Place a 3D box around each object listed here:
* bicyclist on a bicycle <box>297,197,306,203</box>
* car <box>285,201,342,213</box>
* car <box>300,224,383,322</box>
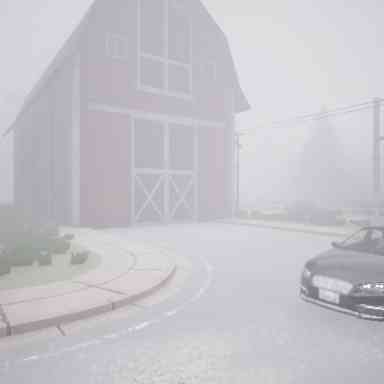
[{"bbox_3d":[13.338,1.322,40.263,1.656,1.620,0.582,46,-25,-24],"label":"bicyclist on a bicycle"},{"bbox_3d":[11.011,1.574,30.640,2.033,1.411,5.357,0,0,-35],"label":"car"},{"bbox_3d":[4.313,1.477,7.030,4.902,1.511,2.128,0,1,-35],"label":"car"}]
